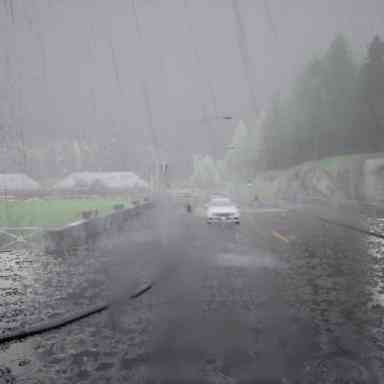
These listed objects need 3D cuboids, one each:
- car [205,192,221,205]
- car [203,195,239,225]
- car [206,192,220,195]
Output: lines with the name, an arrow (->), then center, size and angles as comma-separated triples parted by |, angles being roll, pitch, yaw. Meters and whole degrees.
car -> 2.515, 0.741, 40.702 | 1.837, 1.490, 4.892 | -1, 1, 2
car -> 1.802, 1.126, 20.634 | 1.812, 1.442, 4.674 | -1, 1, 2
car -> 2.122, 0.946, 30.546 | 1.812, 1.442, 4.674 | -1, 1, 3
